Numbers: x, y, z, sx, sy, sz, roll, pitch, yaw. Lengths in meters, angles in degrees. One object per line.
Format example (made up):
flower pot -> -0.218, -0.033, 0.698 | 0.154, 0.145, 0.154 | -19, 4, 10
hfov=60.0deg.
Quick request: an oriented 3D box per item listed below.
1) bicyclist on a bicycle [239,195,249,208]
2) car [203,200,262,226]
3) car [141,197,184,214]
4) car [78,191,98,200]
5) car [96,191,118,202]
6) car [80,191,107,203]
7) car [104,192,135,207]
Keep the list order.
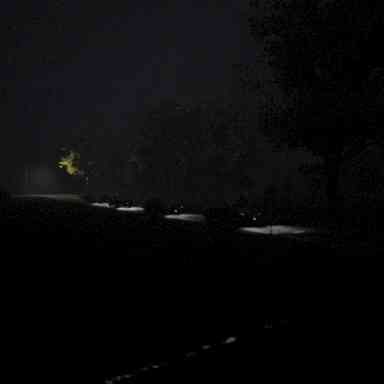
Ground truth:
bicyclist on a bicycle -> 4.534, 1.130, 29.786 | 1.656, 1.620, 0.582 | 0, 1, -33
car -> 2.496, 1.294, 21.957 | 1.812, 1.442, 4.674 | 0, 1, -33
car -> -2.793, 1.164, 30.092 | 2.033, 1.411, 5.357 | 0, 1, -33
car -> -18.860, 0.559, 60.177 | 2.128, 1.511, 4.902 | 0, 1, -33
car -> -13.229, 0.712, 51.543 | 1.882, 1.535, 5.008 | 0, 1, -33
car -> -14.255, 0.771, 47.828 | 2.128, 1.511, 4.902 | 0, 1, -32
car -> -8.210, 1.023, 38.438 | 1.994, 1.385, 4.181 | 0, 1, -33
